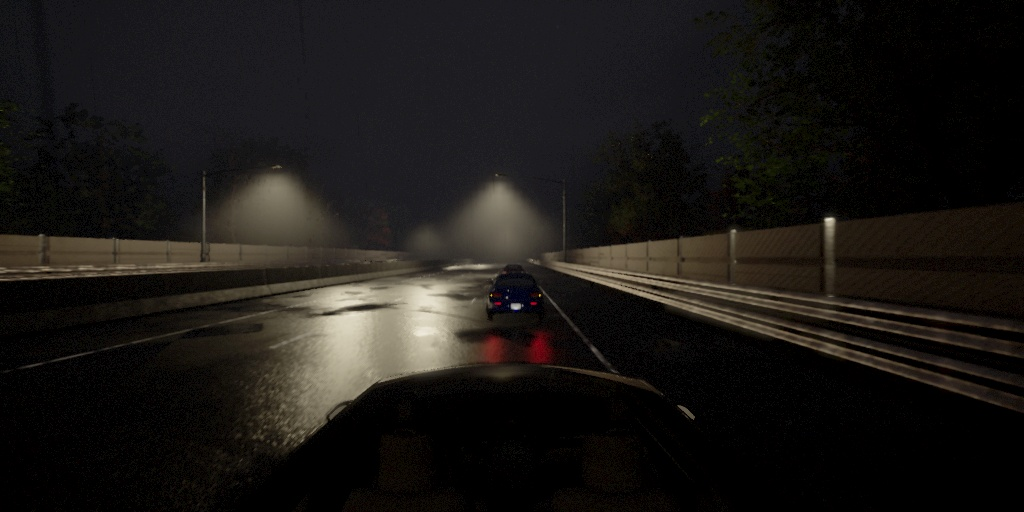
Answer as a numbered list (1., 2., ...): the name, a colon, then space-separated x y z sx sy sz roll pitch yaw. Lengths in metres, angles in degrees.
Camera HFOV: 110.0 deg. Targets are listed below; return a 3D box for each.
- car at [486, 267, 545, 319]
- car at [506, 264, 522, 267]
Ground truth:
1. car: 0.113 1.287 12.648 1.812 1.442 4.674 0 0 0
2. car: 0.133 1.346 28.911 1.994 1.385 4.181 0 0 0
